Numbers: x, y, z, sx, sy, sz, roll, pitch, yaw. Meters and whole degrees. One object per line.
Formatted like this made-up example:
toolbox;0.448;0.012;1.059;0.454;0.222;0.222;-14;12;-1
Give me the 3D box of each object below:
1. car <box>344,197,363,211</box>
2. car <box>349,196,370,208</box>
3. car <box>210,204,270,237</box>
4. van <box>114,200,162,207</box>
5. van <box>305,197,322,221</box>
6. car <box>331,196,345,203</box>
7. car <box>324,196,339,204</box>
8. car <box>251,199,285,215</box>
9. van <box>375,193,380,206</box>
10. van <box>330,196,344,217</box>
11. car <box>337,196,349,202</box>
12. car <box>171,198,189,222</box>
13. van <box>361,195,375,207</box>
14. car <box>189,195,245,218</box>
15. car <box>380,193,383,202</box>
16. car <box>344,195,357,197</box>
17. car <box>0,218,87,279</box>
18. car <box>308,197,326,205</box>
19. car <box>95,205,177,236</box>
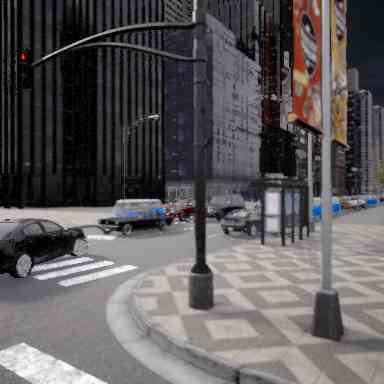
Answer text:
car;19.673;1.629;41.384;1.802;1.307;4.206;0;0;36
car;22.973;1.630;46.004;1.802;1.307;4.206;0;0;36
car;3.172;1.603;18.284;2.008;1.369;4.403;0;0;36
van;-3.766;1.424;23.239;1.690;1.788;3.998;0;0;36
van;9.772;1.389;27.525;1.690;1.788;3.998;0;0;36
car;32.536;1.652;74.056;1.947;1.339;4.313;0;0;36
car;29.137;1.610;69.298;1.752;1.417;4.829;0;0;36
car;8.138;1.572;35.303;1.837;1.490;4.892;0;0;36
van;29.573;1.392;55.244;1.690;1.788;3.998;0;0;36
van;13.072;1.387;32.145;1.690;1.788;3.998;0;0;36
car;35.736;1.612;78.537;1.752;1.417;4.829;0;0;36
car;-0.466;1.395;27.859;2.192;1.841;5.009;0;0;36
van;26.273;1.391;50.624;1.690;1.788;3.998;0;0;36
car;2.434;1.292;27.334;2.150;2.045;5.566;0;0;36
car;42.774;1.372;73.723;2.192;1.841;5.009;0;0;36
car;23.808;1.550;51.753;2.128;1.511;4.902;0;0;35
car;-5.163;1.545;10.415;1.882;1.535;5.008;-2;0;10
car;22.635;1.632;60.197;2.008;1.369;4.403;0;0;36
car;-3.240;1.676;19.395;1.895;1.301;4.718;0;0;36
